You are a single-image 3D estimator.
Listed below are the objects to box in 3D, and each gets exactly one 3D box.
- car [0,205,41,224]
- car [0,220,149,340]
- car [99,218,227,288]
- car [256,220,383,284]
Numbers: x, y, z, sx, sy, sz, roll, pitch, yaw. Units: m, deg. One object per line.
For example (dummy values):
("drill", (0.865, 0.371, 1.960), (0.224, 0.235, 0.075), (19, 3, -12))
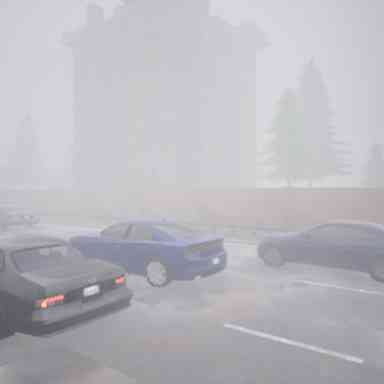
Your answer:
("car", (-11.710, 1.520, 20.930), (5.357, 1.411, 2.033), (0, 0, 36))
("car", (-3.567, 1.539, 6.520), (5.357, 1.411, 2.033), (0, 0, 36))
("car", (-1.447, 1.469, 9.301), (5.008, 1.535, 1.882), (0, 0, 36))
("car", (4.154, 1.523, 9.577), (4.674, 1.442, 1.812), (0, 0, 36))
